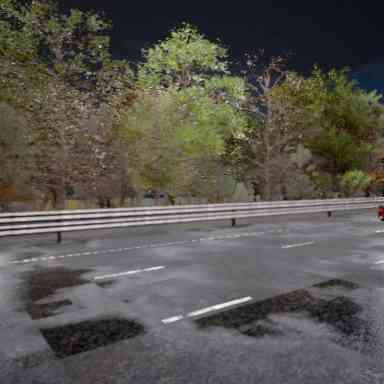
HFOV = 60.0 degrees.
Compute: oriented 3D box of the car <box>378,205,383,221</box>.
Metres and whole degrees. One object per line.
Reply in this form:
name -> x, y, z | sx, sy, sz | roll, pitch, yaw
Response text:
car -> 14.732, 1.194, 22.839 | 5.008, 1.535, 1.882 | -1, 1, -35
